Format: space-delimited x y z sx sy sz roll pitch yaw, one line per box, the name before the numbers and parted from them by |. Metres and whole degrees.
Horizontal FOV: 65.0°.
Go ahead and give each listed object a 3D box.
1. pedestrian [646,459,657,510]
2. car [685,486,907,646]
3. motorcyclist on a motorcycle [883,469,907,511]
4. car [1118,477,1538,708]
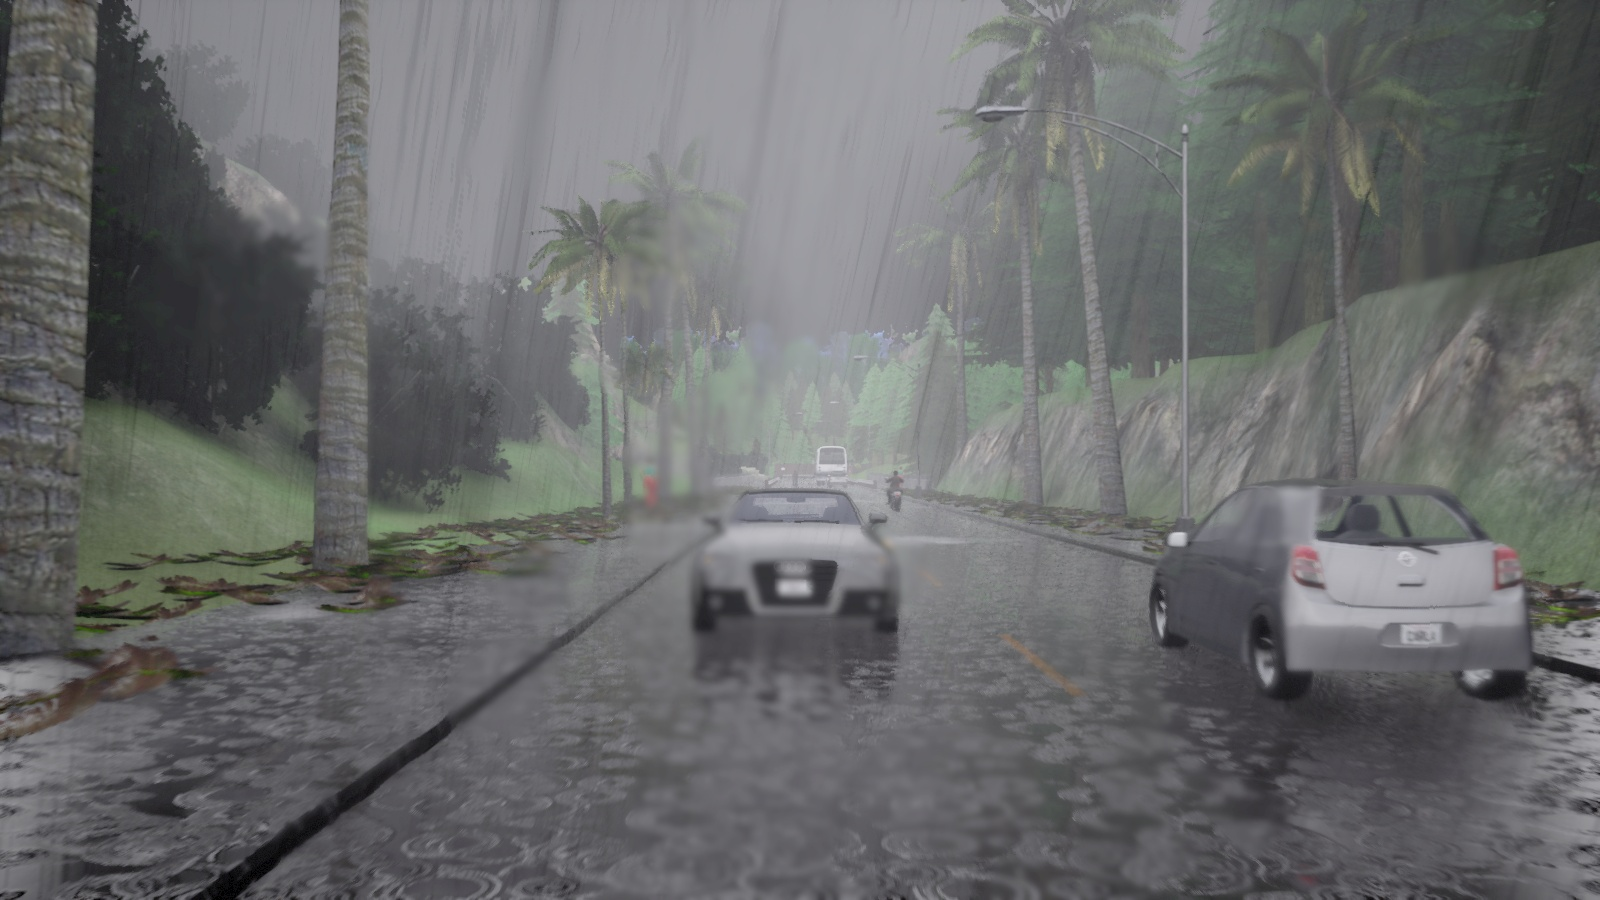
pedestrian | -5.374 1.234 45.502 0.345 1.836 0.594 0 -1 -3
car | -0.036 1.103 13.420 1.994 1.385 4.181 0 -1 0
motorcyclist on a motorcycle | 3.834 1.600 50.778 0.766 1.649 2.350 0 -1 0
car | 3.971 0.983 10.168 1.845 1.501 3.633 0 -1 0
